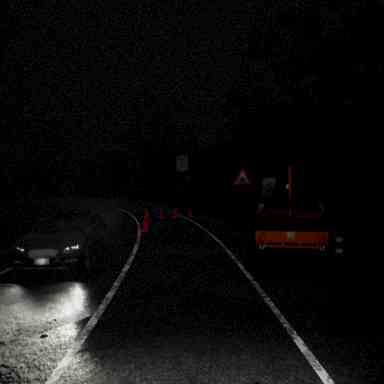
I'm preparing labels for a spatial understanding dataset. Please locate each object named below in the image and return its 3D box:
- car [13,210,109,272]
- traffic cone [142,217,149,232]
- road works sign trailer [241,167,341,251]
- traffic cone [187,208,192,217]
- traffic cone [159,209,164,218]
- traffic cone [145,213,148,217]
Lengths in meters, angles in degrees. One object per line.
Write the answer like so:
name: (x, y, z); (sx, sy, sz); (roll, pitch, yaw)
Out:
car: (-3.861, 1.367, 10.517); (2.128, 1.511, 4.902); (0, 1, -5)
traffic cone: (-2.314, 1.652, 16.456); (0.340, 0.580, 0.340); (-1, 2, -7)
road works sign trailer: (2.903, 0.638, 9.863); (2.380, 2.880, 3.560); (-1, 2, 17)
traffic cone: (-0.150, 1.407, 22.840); (0.340, 0.580, 0.340); (-1, 2, -2)
traffic cone: (-2.072, 1.457, 22.520); (0.340, 0.580, 0.340); (-1, 2, -6)
traffic cone: (-2.563, 1.596, 18.438); (0.340, 0.580, 0.340); (-1, 2, -7)
